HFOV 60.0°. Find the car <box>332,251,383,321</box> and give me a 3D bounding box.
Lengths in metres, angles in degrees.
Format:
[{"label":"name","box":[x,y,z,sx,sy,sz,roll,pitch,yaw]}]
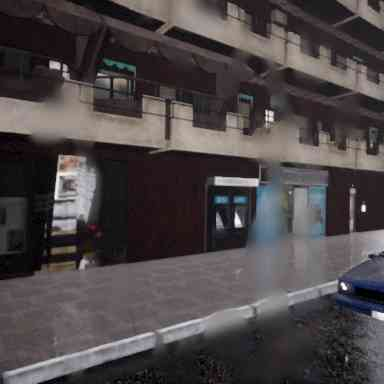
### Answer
[{"label":"car","box":[5.112,1.554,6.729,5.357,1.411,2.033,0,0,-36]}]
